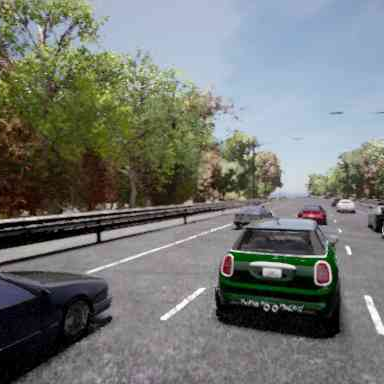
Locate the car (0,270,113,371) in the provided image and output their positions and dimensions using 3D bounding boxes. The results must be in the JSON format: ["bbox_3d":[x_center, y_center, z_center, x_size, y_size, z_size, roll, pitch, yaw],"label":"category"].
[{"bbox_3d":[-3.161,1.544,3.756,2.033,1.411,5.357,0,0,22],"label":"car"}]

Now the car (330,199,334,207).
[{"bbox_3d":[23.445,1.739,53.692,1.812,1.442,4.674,0,0,20],"label":"car"}]

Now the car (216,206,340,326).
[{"bbox_3d":[2.122,1.366,7.504,2.097,1.767,4.553,0,0,22],"label":"car"}]

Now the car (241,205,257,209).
[{"bbox_3d":[4.139,1.596,22.098,2.033,1.411,5.357,0,0,21],"label":"car"}]

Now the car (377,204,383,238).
[{"bbox_3d":[9.825,1.526,14.801,1.882,1.535,5.008,0,0,21],"label":"car"}]

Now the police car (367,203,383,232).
[{"bbox_3d":[12.067,1.494,20.527,1.930,1.638,5.238,0,0,21],"label":"police car"}]

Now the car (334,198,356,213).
[{"bbox_3d":[18.269,1.672,39.630,1.812,1.442,4.674,0,0,21],"label":"car"}]

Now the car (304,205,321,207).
[{"bbox_3d":[9.106,1.636,25.232,1.994,1.385,4.181,0,0,21],"label":"car"}]
